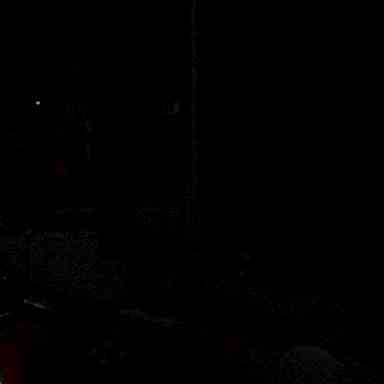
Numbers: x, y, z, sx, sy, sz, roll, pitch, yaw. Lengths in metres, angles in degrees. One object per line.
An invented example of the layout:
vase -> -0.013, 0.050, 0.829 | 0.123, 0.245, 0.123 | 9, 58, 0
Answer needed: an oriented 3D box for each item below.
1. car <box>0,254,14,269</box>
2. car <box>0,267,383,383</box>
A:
car -> -4.893, 1.598, 6.337 | 4.403, 1.369, 2.008 | 0, 0, 36
car -> -0.339, 1.594, 3.089 | 4.206, 1.307, 1.802 | 0, 0, 36
